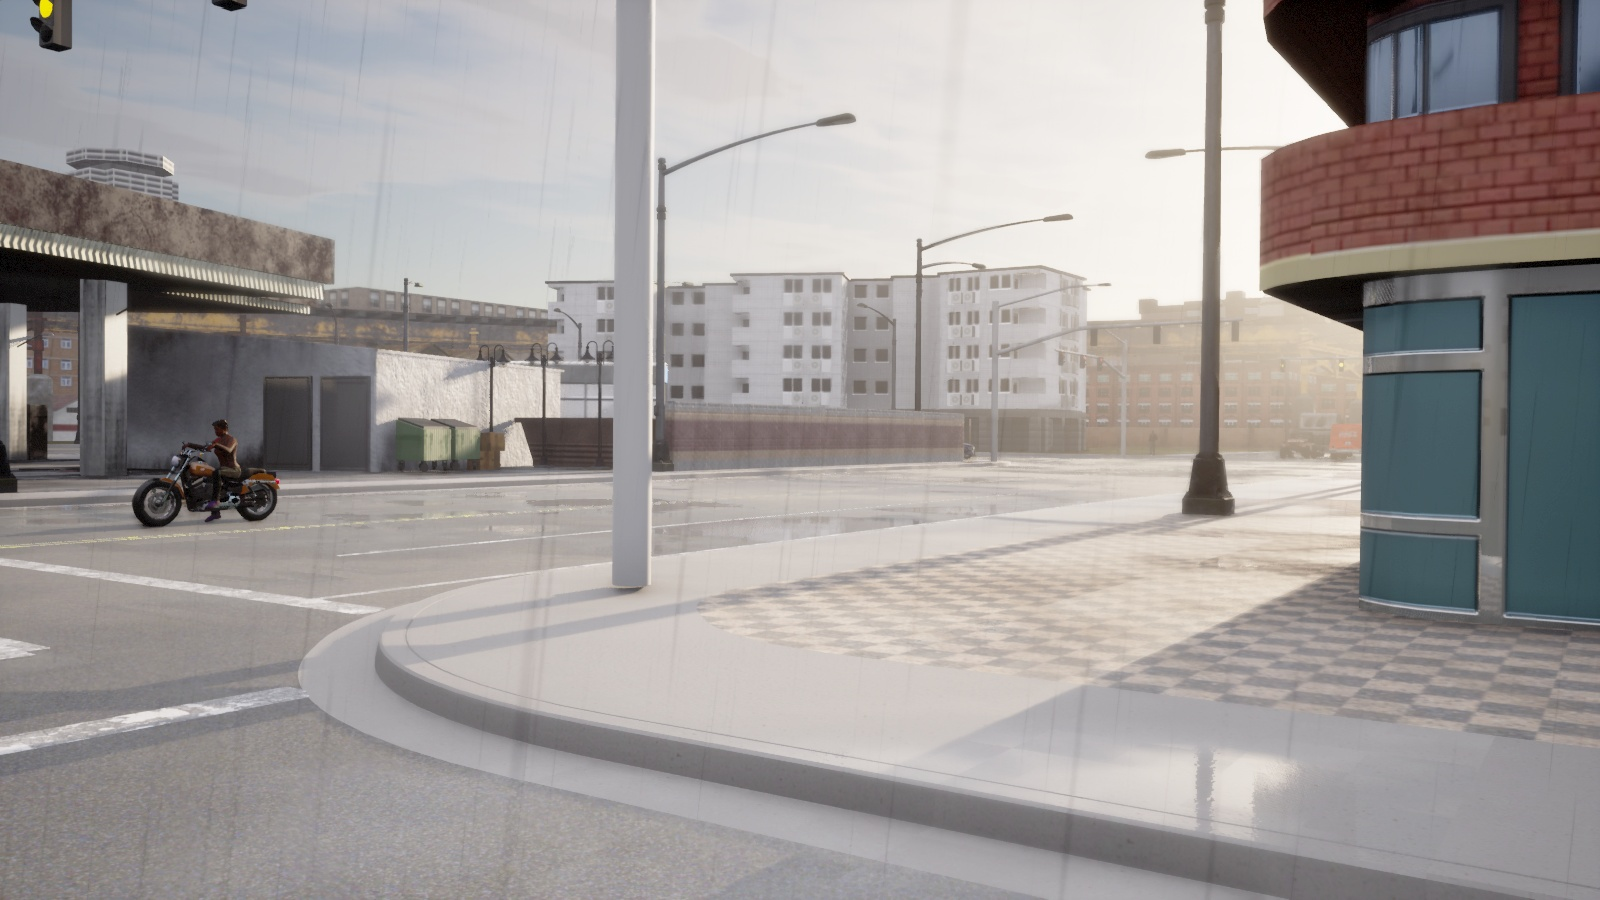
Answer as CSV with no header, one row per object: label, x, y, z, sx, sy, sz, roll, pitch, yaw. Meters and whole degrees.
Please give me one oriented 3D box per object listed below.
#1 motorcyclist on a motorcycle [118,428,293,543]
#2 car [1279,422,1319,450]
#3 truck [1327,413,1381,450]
motorcyclist on a motorcycle,-9.084,0.500,19.299,0.766,1.649,2.350,0,1,33
car,35.025,-0.993,88.112,1.905,1.878,3.866,0,1,33
truck,38.315,-1.287,86.787,2.627,2.467,5.204,0,1,33
